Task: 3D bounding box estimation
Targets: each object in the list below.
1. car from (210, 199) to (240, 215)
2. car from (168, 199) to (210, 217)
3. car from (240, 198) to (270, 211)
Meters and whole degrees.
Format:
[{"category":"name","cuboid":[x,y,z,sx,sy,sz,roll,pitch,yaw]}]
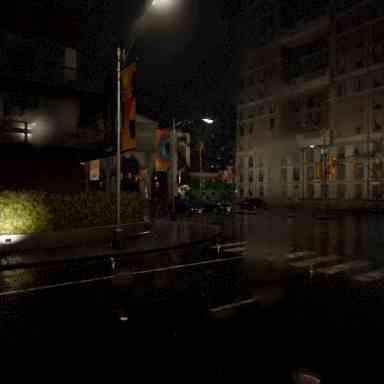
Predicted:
[{"category":"car","cuboid":[2.170,1.491,34.229,2.128,1.511,4.902,0,0,-35]},{"category":"car","cuboid":[-0.621,1.526,32.112,1.812,1.442,4.674,0,0,-35]},{"category":"car","cuboid":[7.359,1.504,41.081,1.837,1.490,4.892,0,0,-35]}]
